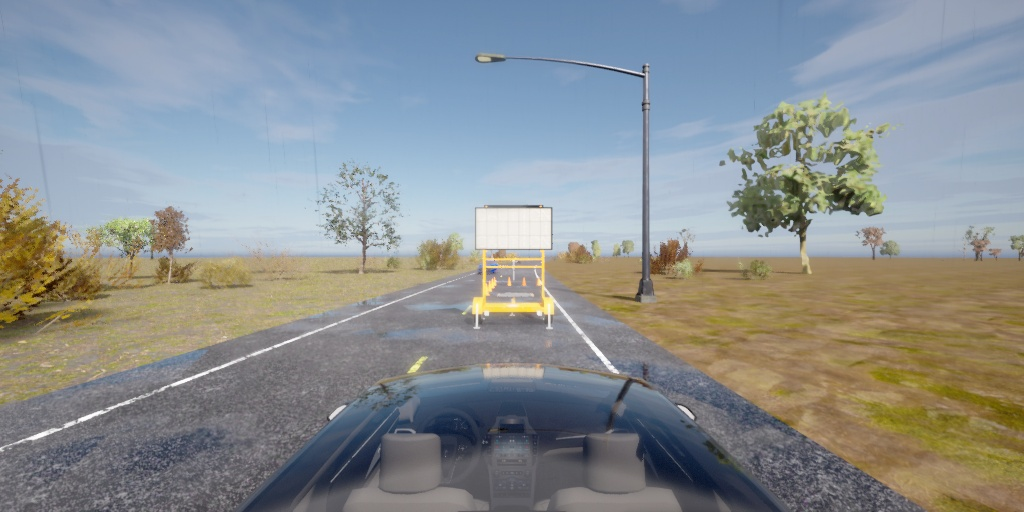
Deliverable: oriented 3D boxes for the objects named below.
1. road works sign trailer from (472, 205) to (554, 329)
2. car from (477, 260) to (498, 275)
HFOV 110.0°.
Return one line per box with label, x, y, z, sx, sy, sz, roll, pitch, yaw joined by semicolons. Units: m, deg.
road works sign trailer;0.054;0.214;11.252;2.380;3.560;2.880;0;0;1
car;-2.585;1.223;39.069;1.882;1.535;5.008;0;0;3
